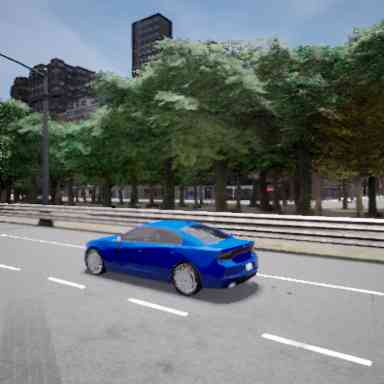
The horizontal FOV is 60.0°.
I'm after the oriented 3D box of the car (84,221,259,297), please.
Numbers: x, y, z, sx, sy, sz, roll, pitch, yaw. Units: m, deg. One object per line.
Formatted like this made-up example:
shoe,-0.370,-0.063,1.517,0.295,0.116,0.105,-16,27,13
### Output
car,-0.766,1.496,8.718,5.008,1.535,1.882,0,0,36
